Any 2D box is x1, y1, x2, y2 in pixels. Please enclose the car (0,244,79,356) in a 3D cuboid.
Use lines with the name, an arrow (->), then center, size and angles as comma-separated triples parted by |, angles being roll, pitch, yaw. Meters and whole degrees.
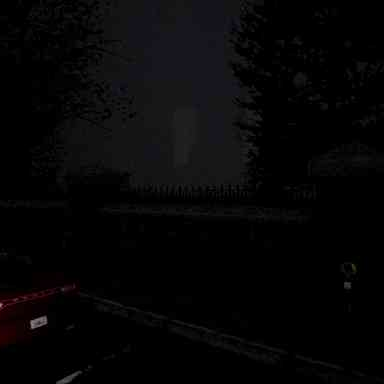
car -> -3.786, 1.544, 5.588 | 4.507, 1.381, 1.887 | 0, 0, 36
